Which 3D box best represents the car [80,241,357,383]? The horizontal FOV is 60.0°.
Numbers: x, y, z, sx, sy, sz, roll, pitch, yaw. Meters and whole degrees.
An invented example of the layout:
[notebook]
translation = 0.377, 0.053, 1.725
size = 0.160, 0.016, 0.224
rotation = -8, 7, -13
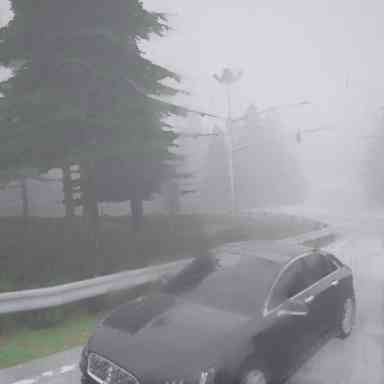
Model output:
[car]
translation = 0.851, 1.552, 4.764
size = 1.837, 1.490, 4.892
rotation = 0, -1, 42
